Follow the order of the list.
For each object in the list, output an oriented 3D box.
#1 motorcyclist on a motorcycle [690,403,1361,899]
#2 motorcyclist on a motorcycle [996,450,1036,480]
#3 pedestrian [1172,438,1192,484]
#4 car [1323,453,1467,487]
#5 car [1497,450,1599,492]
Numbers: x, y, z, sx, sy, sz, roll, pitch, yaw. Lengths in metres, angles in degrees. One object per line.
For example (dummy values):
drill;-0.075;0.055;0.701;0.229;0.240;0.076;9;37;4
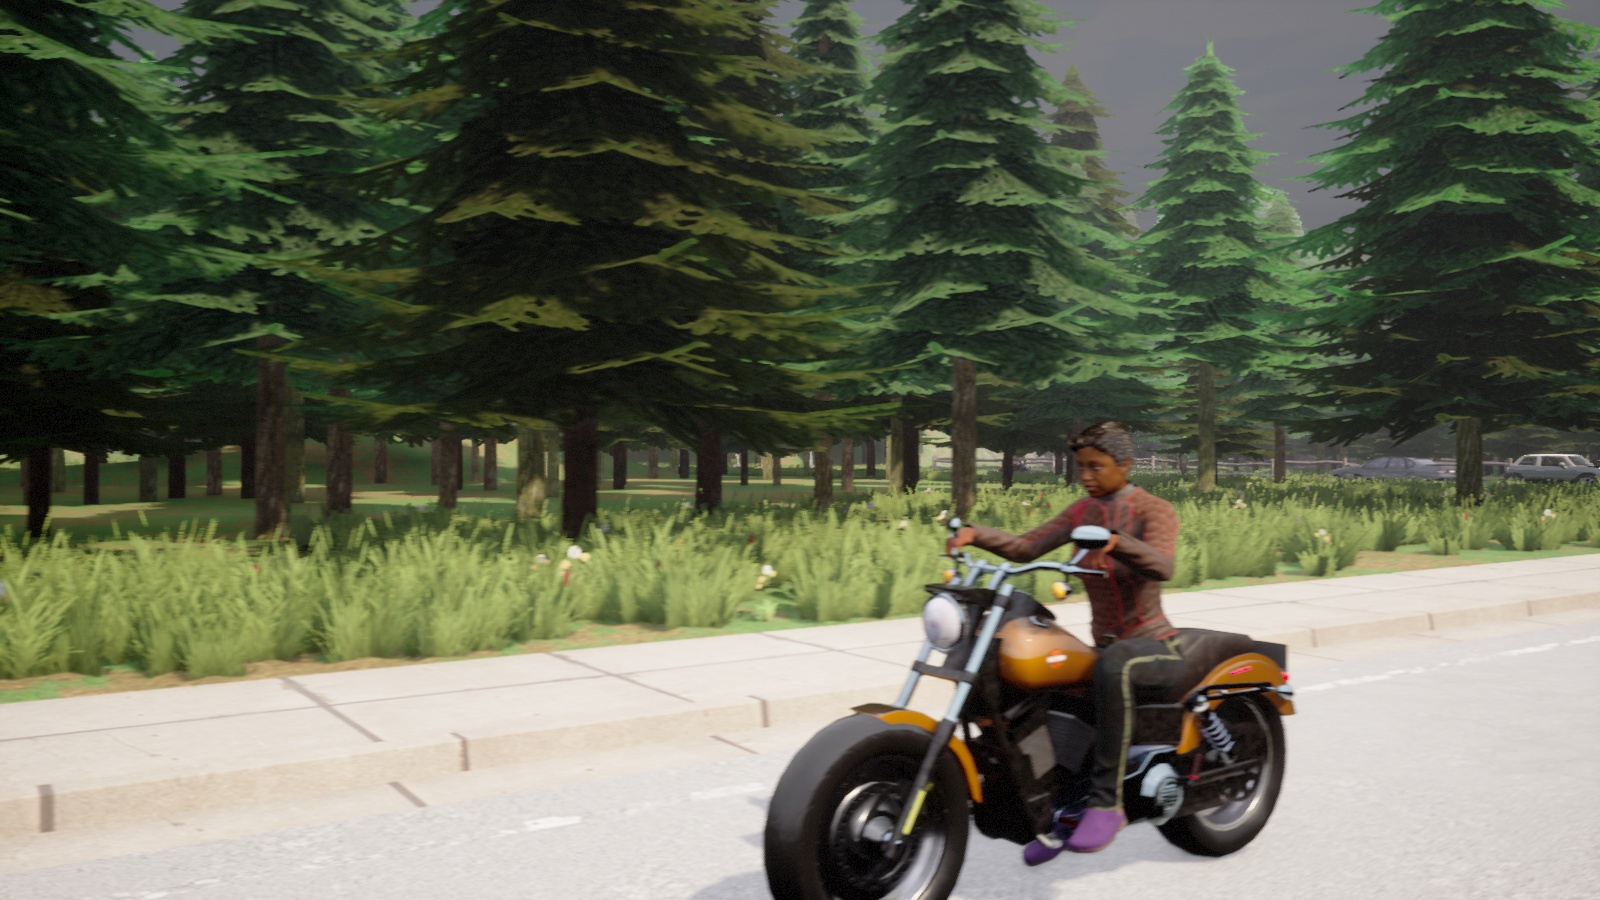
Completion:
motorcyclist on a motorcycle;0.849;0.703;4.211;2.350;1.649;0.766;0;0;-34
motorcyclist on a motorcycle;11.834;0.810;68.922;0.766;1.649;2.350;0;0;-33
pedestrian;16.569;0.475;54.485;0.423;1.949;0.788;0;0;-24
car;25.640;0.841;54.319;2.033;1.411;5.357;0;0;-34
car;27.478;0.727;45.057;1.970;1.475;3.806;0;0;-32
